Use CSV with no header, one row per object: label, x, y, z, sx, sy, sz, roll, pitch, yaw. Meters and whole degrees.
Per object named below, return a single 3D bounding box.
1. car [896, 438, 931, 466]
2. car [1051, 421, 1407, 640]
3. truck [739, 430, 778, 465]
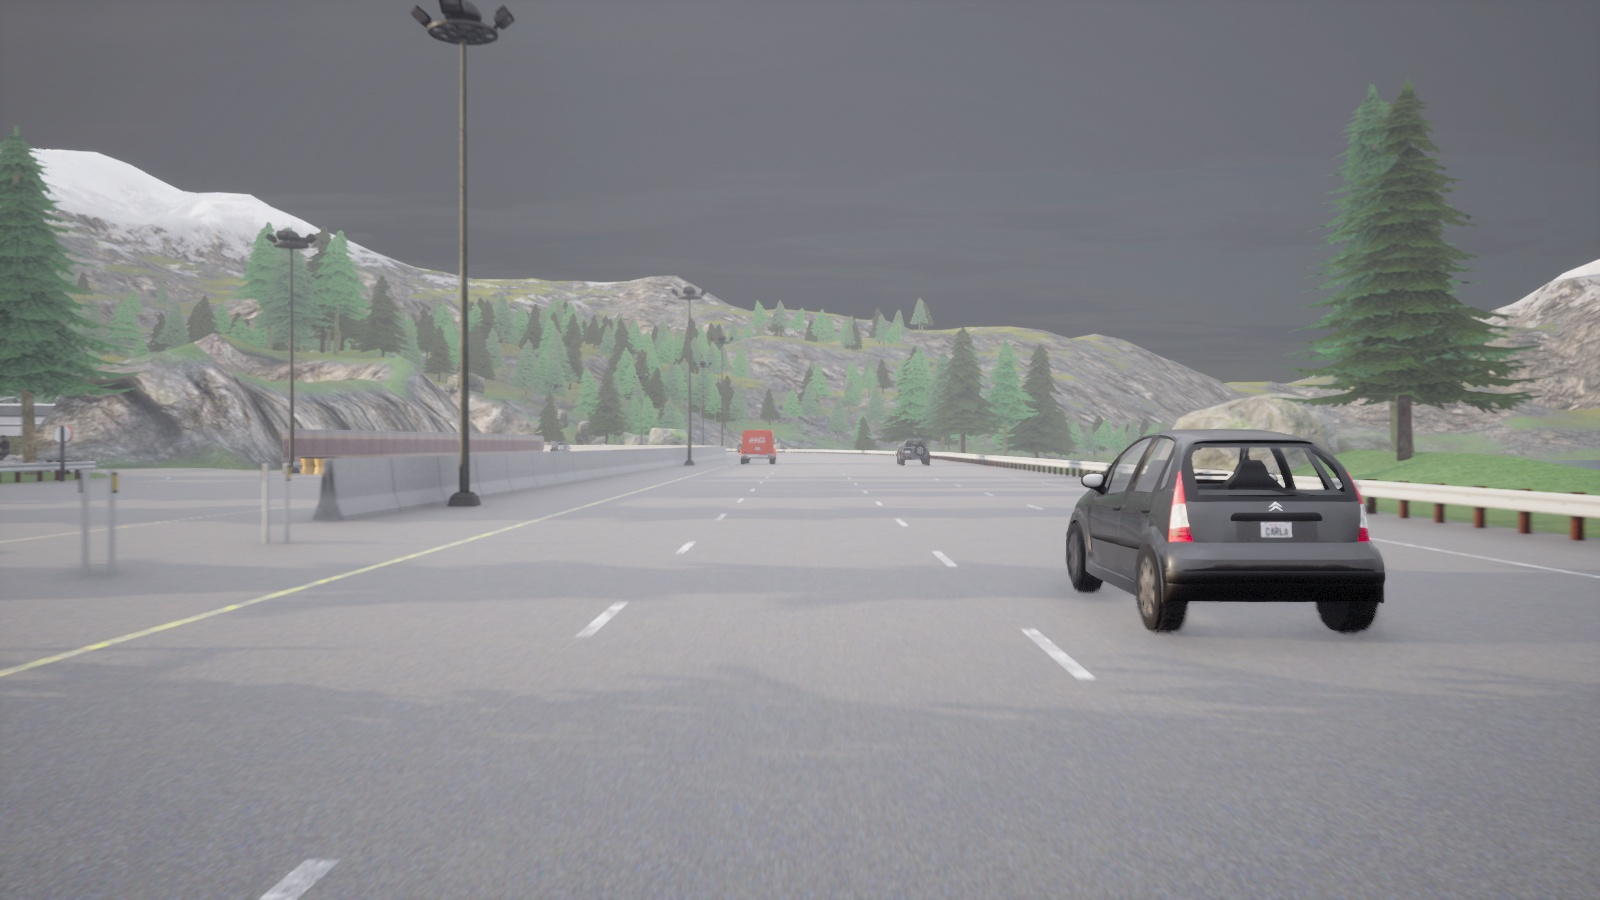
car,7.494,0.110,83.293,1.932,1.855,4.605,0,0,0
car,3.580,0.585,11.307,1.851,1.617,3.988,0,0,0
truck,-2.964,-0.235,90.677,2.627,2.467,5.204,0,1,0
